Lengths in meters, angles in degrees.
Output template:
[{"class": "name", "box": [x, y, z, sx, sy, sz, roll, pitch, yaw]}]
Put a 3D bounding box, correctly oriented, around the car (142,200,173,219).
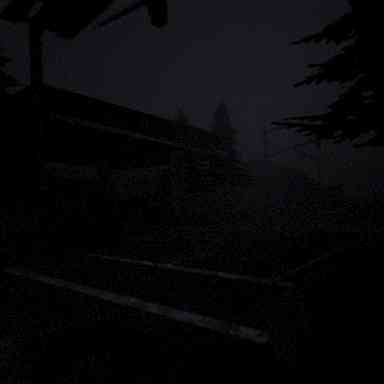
[{"class": "car", "box": [-3.099, 1.732, 32.387, 3.866, 1.878, 1.905, -3, -1, 40]}]
